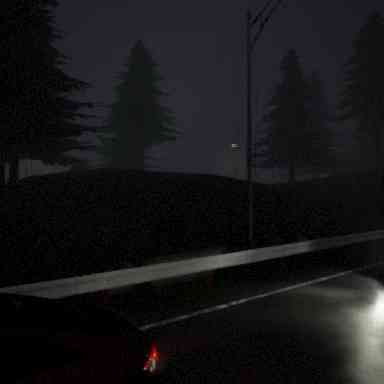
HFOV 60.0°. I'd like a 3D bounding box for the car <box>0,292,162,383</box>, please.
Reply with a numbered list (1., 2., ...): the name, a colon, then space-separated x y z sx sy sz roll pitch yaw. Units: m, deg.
1. car: -2.265 1.569 2.362 4.181 1.385 1.994 0 0 -35
